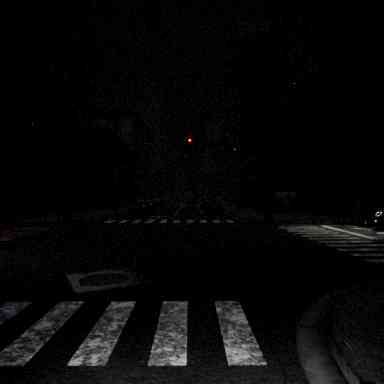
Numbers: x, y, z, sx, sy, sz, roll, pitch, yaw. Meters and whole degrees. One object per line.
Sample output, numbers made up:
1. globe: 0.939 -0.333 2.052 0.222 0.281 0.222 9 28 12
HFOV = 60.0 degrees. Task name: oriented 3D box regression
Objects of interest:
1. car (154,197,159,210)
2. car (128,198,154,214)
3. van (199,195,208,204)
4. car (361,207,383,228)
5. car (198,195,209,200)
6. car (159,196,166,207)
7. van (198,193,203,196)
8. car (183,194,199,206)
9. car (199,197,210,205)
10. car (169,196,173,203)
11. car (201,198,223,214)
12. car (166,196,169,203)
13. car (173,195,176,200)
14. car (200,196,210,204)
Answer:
1. car: -5.675 1.490 41.639 1.967 1.590 4.097 0 0 0
2. car: -5.682 1.480 36.128 1.967 1.590 4.097 0 0 0
3. van: 2.388 1.453 69.182 1.690 1.788 3.998 0 0 0
4. car: 13.004 1.304 20.633 4.553 1.767 2.097 0 0 0
5. car: 2.365 1.637 52.649 1.947 1.339 4.313 0 0 0
6. car: -5.659 1.653 52.660 1.802 1.307 4.206 0 0 0
7. van: 2.373 1.424 58.160 1.690 1.788 3.998 0 0 0
8. car: -0.165 1.586 57.710 1.837 1.490 4.892 0 0 0
9. car: 2.381 1.647 63.671 2.008 1.369 4.403 0 0 0
10. car: -5.636 1.552 69.193 1.967 1.590 4.097 0 0 0
11. car: 2.343 1.606 36.116 1.947 1.339 4.313 0 0 0
12. car: -5.651 1.634 58.171 2.008 1.369 4.403 0 0 0
13. car: -5.621 1.694 80.214 2.008 1.369 4.403 0 0 0
14. car: 2.358 1.641 47.139 1.802 1.307 4.206 0 0 0
